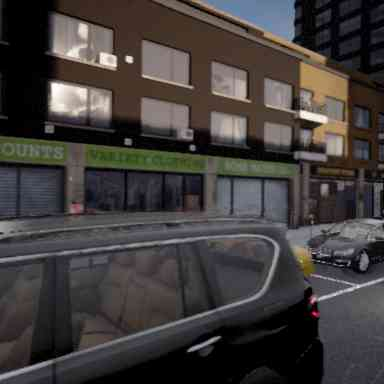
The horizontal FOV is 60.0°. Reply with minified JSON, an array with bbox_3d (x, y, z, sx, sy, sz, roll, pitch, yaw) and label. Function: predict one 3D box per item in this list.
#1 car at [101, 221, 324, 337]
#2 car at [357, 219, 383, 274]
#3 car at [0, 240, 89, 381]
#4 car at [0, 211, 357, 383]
[{"bbox_3d":[0.675,1.534,7.259,4.829,1.417,1.752,0,1,-36],"label":"car"},{"bbox_3d":[5.361,1.570,10.601,4.403,1.369,2.008,0,1,-36],"label":"car"},{"bbox_3d":[-3.735,1.565,4.114,4.313,1.339,1.947,0,1,-36],"label":"car"},{"bbox_3d":[-1.346,1.224,2.405,5.566,2.045,2.150,0,0,-36],"label":"car"}]
